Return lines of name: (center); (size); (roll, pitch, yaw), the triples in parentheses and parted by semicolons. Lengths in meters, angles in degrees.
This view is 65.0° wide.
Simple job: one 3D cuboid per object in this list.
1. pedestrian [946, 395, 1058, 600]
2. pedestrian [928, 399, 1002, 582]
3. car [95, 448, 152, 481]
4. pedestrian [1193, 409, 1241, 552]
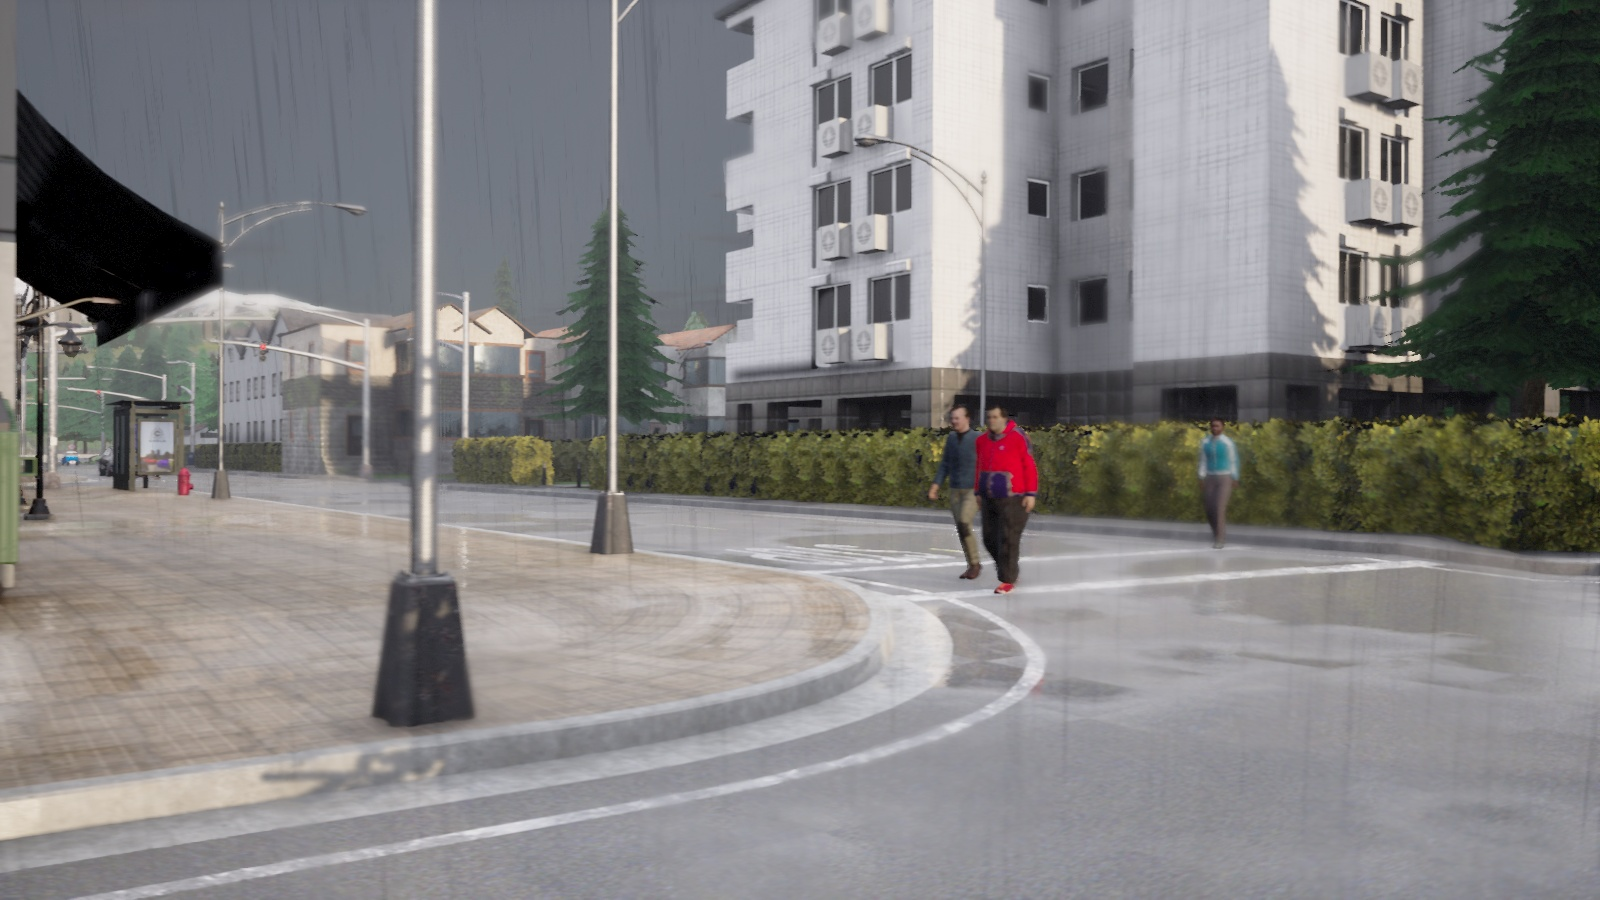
pedestrian: (1.908, 0.427, 11.840); (0.899, 1.844, 0.634); (0, 0, -44)
pedestrian: (1.715, 0.407, 13.021); (0.402, 1.842, 0.726); (0, 0, 43)
car: (-36.217, 0.753, 67.155); (2.033, 1.649, 4.856); (0, 0, -36)
pedestrian: (5.770, 0.419, 17.360); (0.396, 1.930, 0.692); (0, 0, 40)
